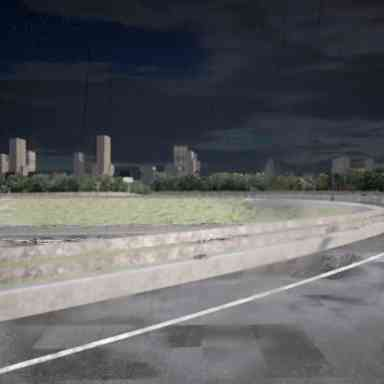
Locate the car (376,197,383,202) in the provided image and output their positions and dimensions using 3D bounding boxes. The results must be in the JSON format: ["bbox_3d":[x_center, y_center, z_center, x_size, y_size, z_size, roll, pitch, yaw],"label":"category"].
[{"bbox_3d":[38.522,1.599,66.695,1.895,1.301,4.718,0,0,9],"label":"car"}]
